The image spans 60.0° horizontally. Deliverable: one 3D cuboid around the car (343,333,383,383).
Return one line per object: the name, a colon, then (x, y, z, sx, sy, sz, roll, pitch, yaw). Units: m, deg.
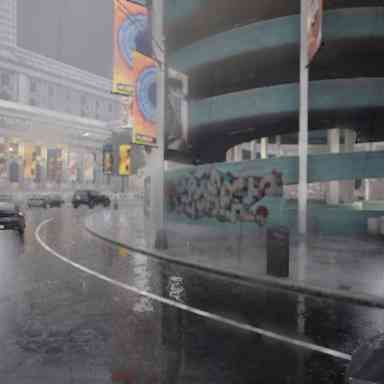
car: (3.370, 1.525, 1.635, 4.892, 1.490, 1.837, 0, 0, 36)

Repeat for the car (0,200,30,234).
car: (-9.614, 1.290, 17.188, 1.837, 1.490, 4.892, 0, 1, -24)

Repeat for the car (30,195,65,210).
car: (-15.423, 1.089, 35.475, 2.128, 1.511, 4.902, 0, 0, 7)

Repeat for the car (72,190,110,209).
car: (-11.507, 0.828, 38.249, 2.150, 2.045, 5.566, 1, -1, 13)
